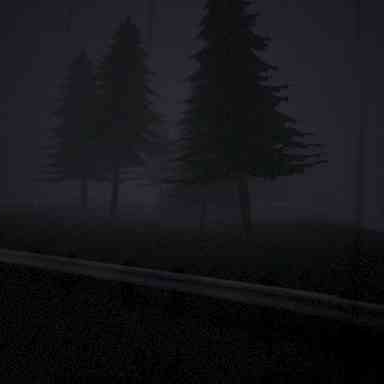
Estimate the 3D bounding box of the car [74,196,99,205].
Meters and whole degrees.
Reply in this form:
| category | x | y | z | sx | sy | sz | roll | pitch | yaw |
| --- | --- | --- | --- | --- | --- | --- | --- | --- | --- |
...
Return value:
| category | x | y | z | sx | sy | sz | roll | pitch | yaw |
| --- | --- | --- | --- | --- | --- | --- | --- | --- | --- |
| car | -18.922 | 1.547 | 60.829 | 2.033 | 1.411 | 5.357 | 0 | 0 | 8 |

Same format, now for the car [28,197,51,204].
| category | x | y | z | sx | sy | sz | roll | pitch | yaw |
| --- | --- | --- | --- | --- | --- | --- | --- | --- | --- |
| car | -29.130 | 1.600 | 63.795 | 1.895 | 1.301 | 4.718 | 0 | 0 | 9 |

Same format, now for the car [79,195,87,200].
| category | x | y | z | sx | sy | sz | roll | pitch | yaw |
| --- | --- | --- | --- | --- | --- | --- | --- | --- | --- |
| car | -29.656 | 1.595 | 90.481 | 1.895 | 1.301 | 4.718 | 0 | 0 | -14 |

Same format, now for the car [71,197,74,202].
| category | x | y | z | sx | sy | sz | roll | pitch | yaw |
| --- | --- | --- | --- | --- | --- | --- | --- | --- | --- |
| car | -21.977 | 1.503 | 65.185 | 1.837 | 1.490 | 4.892 | 1 | 0 | 6 |

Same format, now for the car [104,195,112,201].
| category | x | y | z | sx | sy | sz | roll | pitch | yaw |
| --- | --- | --- | --- | --- | --- | --- | --- | --- | --- |
| car | -22.220 | 1.525 | 88.247 | 2.128 | 1.511 | 4.902 | 0 | 0 | -10 |

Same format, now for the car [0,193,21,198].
| category | x | y | z | sx | sy | sz | roll | pitch | yaw |
| --- | --- | --- | --- | --- | --- | --- | --- | --- | --- |
| car | -38.980 | 1.225 | 71.219 | 2.150 | 2.045 | 5.566 | 0 | 0 | 5 |

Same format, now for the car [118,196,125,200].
| category | x | y | z | sx | sy | sz | roll | pitch | yaw |
| --- | --- | --- | --- | --- | --- | --- | --- | --- | --- |
| car | -18.529 | 1.595 | 86.902 | 1.895 | 1.301 | 4.718 | 0 | 0 | -10 |
